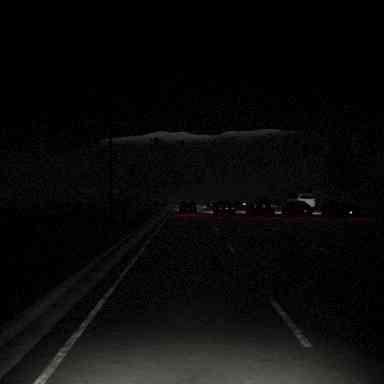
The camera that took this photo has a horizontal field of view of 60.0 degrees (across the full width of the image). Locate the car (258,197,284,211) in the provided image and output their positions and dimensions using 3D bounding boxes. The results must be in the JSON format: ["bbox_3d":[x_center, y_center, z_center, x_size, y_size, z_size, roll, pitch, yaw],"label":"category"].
[{"bbox_3d":[9.952,1.492,42.436,2.128,1.511,4.902,0,0,-1],"label":"car"}]

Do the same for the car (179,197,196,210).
[{"bbox_3d":[-0.589,1.492,44.969,2.128,1.511,4.902,0,0,-1],"label":"car"}]

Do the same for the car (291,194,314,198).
[{"bbox_3d":[13.470,1.221,41.500,2.150,2.045,5.566,0,0,-1],"label":"car"}]

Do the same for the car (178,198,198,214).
[{"bbox_3d":[-0.438,1.492,35.556,2.128,1.511,4.902,0,0,-1],"label":"car"}]

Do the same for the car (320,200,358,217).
[{"bbox_3d":[13.633,1.505,31.021,1.837,1.490,4.892,0,0,-1],"label":"car"}]

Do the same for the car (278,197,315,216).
[{"bbox_3d":[10.113,1.526,32.096,1.812,1.442,4.674,0,0,-1],"label":"car"}]

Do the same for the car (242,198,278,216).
[{"bbox_3d":[6.602,1.352,32.782,2.097,1.767,4.553,0,0,-1],"label":"car"}]

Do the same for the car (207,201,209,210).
[{"bbox_3d":[2.932,1.601,43.484,1.895,1.301,4.718,0,0,-1],"label":"car"}]

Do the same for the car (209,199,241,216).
[{"bbox_3d":[3.105,1.547,32.785,2.033,1.411,5.357,0,0,-1],"label":"car"}]
